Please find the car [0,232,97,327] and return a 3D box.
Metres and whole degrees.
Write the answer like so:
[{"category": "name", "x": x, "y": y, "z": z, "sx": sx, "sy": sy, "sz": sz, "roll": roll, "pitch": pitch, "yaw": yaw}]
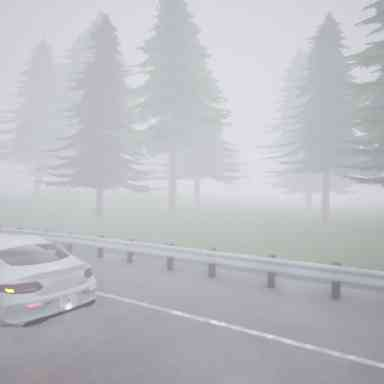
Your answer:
[{"category": "car", "x": -3.840, "y": 1.528, "z": 6.463, "sx": 4.674, "sy": 1.442, "sz": 1.812, "roll": 0, "pitch": 0, "yaw": 34}]
